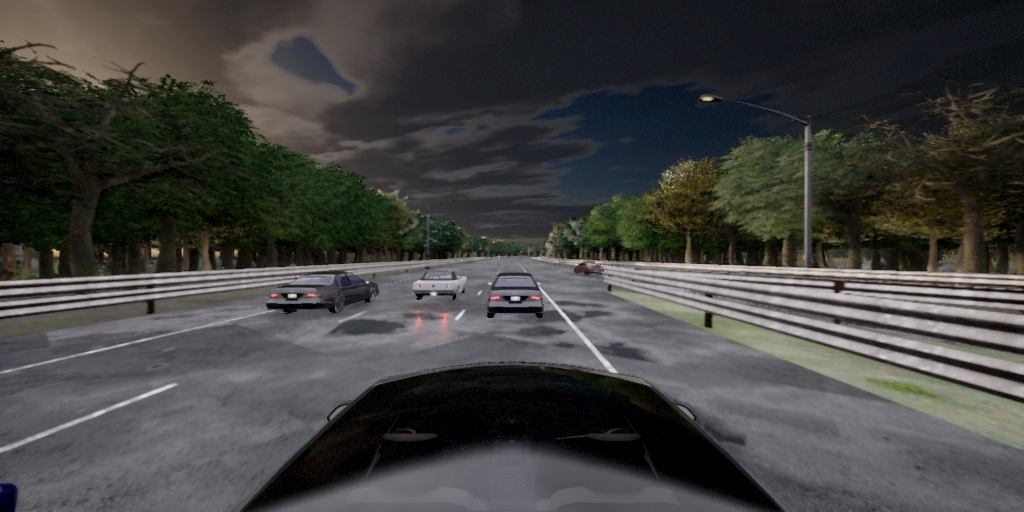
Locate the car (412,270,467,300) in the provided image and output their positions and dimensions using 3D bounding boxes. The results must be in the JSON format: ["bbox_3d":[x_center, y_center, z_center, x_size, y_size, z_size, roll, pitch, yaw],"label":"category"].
[{"bbox_3d":[-3.401,1.356,17.804,1.895,1.301,4.718,0,0,0],"label":"car"}]

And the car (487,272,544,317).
[{"bbox_3d":[0.098,1.301,13.060,2.033,1.411,5.357,0,0,0],"label":"car"}]

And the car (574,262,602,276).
[{"bbox_3d":[8.217,1.334,39.044,1.812,1.442,4.674,0,0,-10],"label":"car"}]

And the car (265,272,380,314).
[{"bbox_3d":[-6.901,1.301,13.773,2.033,1.411,5.357,0,0,0],"label":"car"}]
